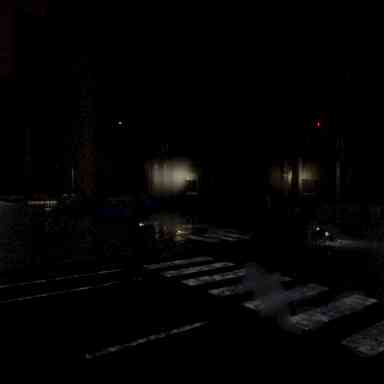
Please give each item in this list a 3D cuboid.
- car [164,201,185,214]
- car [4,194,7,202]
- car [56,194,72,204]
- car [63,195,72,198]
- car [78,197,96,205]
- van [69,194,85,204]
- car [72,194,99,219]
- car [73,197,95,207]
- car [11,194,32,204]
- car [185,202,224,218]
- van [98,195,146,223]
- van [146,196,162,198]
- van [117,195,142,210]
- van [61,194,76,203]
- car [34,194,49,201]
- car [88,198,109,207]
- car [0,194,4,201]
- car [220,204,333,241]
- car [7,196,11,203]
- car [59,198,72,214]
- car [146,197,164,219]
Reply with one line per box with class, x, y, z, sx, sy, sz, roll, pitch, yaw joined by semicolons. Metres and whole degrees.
car;-1.641;1.577;34.353;1.802;1.307;4.206;0;0;-36
car;-38.211;1.488;70.804;1.752;1.417;4.829;0;0;-36
car;-22.317;1.527;58.497;2.033;1.411;5.357;0;0;-36
car;-14.705;1.496;42.563;1.812;1.442;4.674;0;0;-35
car;-18.162;1.570;57.437;1.802;1.307;4.206;0;0;-36
van;-21.466;1.329;62.055;1.690;1.788;3.998;0;0;-36
car;-8.572;1.284;29.391;2.192;1.841;5.009;0;0;-36
car;-16.312;1.505;50.192;1.812;1.442;4.674;0;0;-35
car;-31.702;1.513;61.708;2.008;1.369;4.403;0;0;-36
car;1.663;1.549;29.736;2.008;1.369;4.403;0;0;-36
van;-5.268;1.314;24.774;1.690;1.788;3.998;0;0;-36
van;-4.945;1.332;38.971;1.690;1.788;3.998;0;0;-36
van;-8.249;1.330;43.587;1.690;1.788;3.998;0;0;-36
van;-24.770;1.329;66.672;1.690;1.788;3.998;0;0;-36
car;-37.987;1.304;85.140;2.192;1.841;5.009;0;0;-36
car;-14.858;1.569;52.820;1.802;1.307;4.206;0;0;-36
car;-41.614;1.529;75.559;1.947;1.339;4.313;0;0;-36
car;4.295;1.540;17.143;5.357;1.411;2.033;0;0;44
car;-35.006;1.403;66.325;1.967;1.590;4.097;0;0;-36
car;-11.877;1.548;34.007;1.802;1.307;4.206;0;0;-36
car;-4.694;1.457;28.552;1.882;1.535;5.008;0;1;-35
